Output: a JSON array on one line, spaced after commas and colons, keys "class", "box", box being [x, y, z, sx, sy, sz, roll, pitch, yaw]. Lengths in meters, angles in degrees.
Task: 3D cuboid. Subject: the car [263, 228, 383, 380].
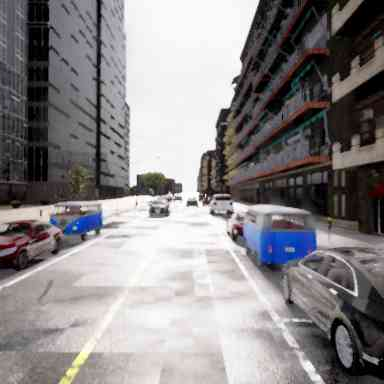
[{"class": "car", "box": [2.699, 1.561, 5.390, 2.008, 1.369, 4.403, 1, 0, 0]}]

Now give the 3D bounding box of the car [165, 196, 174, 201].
[{"class": "car", "box": [-5.676, 1.614, 84.411, 2.008, 1.369, 4.403, 1, 0, 0]}]

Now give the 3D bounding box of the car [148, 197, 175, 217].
[{"class": "car", "box": [-3.094, 1.539, 32.463, 2.128, 1.511, 4.902, 0, 0, 0]}]

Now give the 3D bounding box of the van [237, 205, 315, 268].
[{"class": "van", "box": [2.702, 1.361, 11.036, 1.690, 1.788, 3.998, 1, 0, 0]}]

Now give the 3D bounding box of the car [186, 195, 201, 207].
[{"class": "car", "box": [0.028, 1.608, 52.325, 2.033, 1.411, 5.357, 0, 0, 1]}]

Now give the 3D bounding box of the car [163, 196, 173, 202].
[{"class": "car", "box": [-5.676, 1.616, 78.764, 2.008, 1.369, 4.403, 1, 0, 0]}]

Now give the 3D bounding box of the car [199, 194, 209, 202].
[{"class": "car", "box": [2.707, 1.380, 78.793, 2.192, 1.841, 5.009, 1, 0, 0]}]

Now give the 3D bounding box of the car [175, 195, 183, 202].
[{"class": "car", "box": [-2.997, 1.403, 72.992, 1.882, 1.535, 5.008, 0, 0, 0]}]

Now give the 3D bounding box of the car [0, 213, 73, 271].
[{"class": "car", "box": [-5.681, 1.602, 11.011, 1.802, 1.307, 4.206, 1, 0, 0]}]

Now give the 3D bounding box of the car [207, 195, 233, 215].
[{"class": "car", "box": [3.002, 1.274, 34.568, 2.150, 2.045, 5.566, 0, 0, 0]}]

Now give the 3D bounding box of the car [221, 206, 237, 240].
[{"class": "car", "box": [2.700, 1.611, 16.682, 1.802, 1.307, 4.206, 1, 0, 0]}]

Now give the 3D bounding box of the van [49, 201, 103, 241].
[{"class": "van", "box": [-5.678, 1.370, 16.658, 1.690, 1.788, 3.998, 1, 0, 0]}]

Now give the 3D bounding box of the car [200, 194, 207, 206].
[{"class": "car", "box": [2.704, 1.503, 56.209, 1.967, 1.590, 4.097, 1, 0, 0]}]
